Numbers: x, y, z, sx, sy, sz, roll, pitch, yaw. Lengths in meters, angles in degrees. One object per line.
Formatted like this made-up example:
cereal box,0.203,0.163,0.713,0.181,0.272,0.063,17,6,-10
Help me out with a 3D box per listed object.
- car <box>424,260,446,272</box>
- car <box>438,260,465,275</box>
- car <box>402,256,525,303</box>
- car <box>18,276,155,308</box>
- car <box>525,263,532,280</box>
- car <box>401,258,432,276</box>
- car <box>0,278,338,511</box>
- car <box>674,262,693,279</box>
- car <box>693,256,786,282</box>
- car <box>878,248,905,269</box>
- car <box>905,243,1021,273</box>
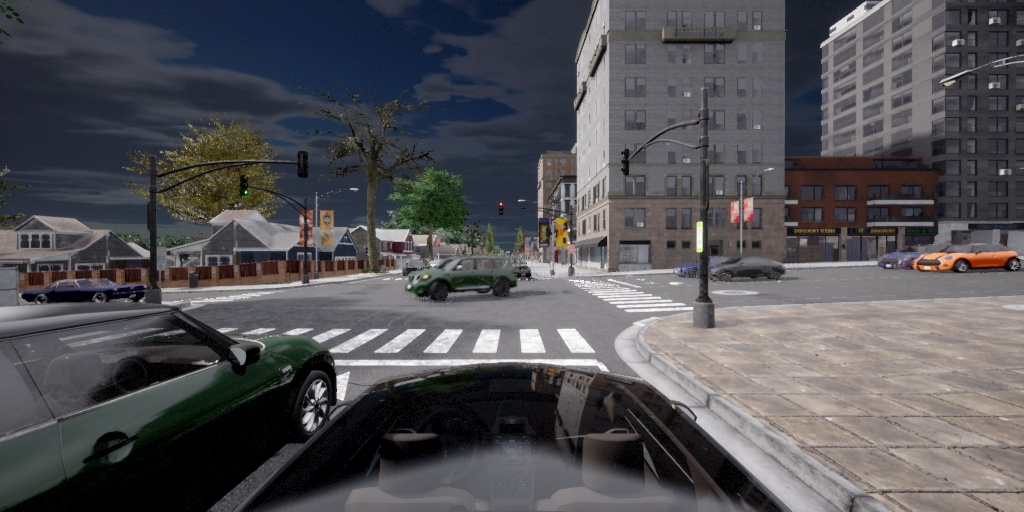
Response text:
car,-9.878,1.307,46.454,1.812,1.442,4.674,0,0,0
car,-6.618,1.262,39.548,2.128,1.511,4.902,0,0,0
car,-2.340,1.023,17.534,5.566,2.045,2.150,0,-1,-35
car,-21.627,1.806,18.370,4.718,1.301,1.895,-2,0,0
car,0.240,1.277,31.558,1.837,1.490,4.892,-4,1,-17
car,-9.868,1.120,37.471,2.097,1.767,4.553,0,0,0
car,-3.151,1.102,2.482,2.097,1.767,4.553,0,0,0
car,13.760,0.751,24.964,4.674,1.442,1.812,-2,0,0
car,13.941,0.754,21.719,4.674,1.442,1.812,-2,0,0
car,28.488,0.018,25.014,4.553,1.767,2.097,-2,0,0
car,27.436,0.071,21.762,4.553,1.767,2.097,-2,0,0
